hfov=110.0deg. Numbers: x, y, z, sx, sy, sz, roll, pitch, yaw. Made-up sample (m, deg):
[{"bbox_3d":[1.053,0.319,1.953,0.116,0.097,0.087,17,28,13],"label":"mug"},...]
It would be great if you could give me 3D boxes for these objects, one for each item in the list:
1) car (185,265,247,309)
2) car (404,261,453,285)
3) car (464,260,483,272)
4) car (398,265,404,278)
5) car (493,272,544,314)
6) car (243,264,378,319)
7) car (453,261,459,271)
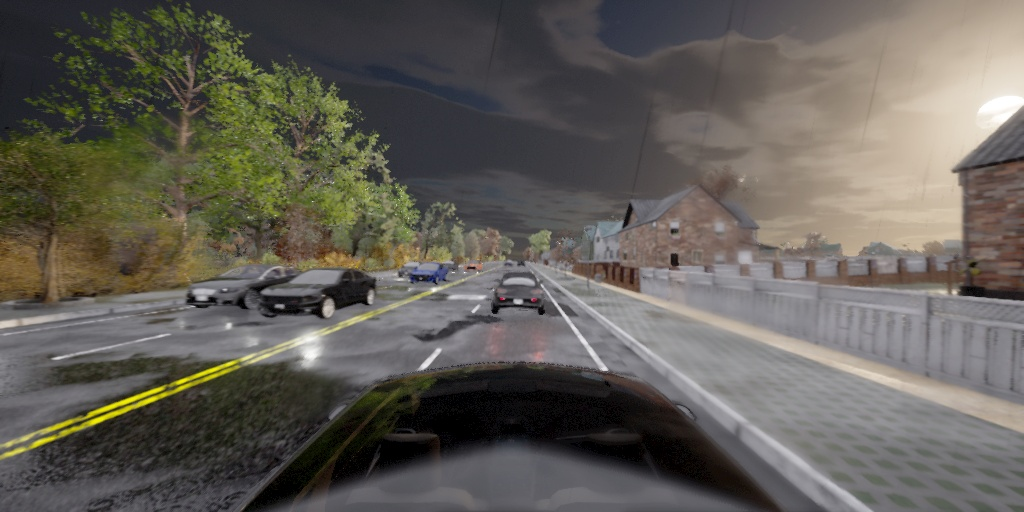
[{"bbox_3d":[-9.587,1.066,13.613,2.128,1.511,4.902,1,0,2],"label":"car"},{"bbox_3d":[-5.978,1.209,26.296,1.882,1.535,5.008,1,0,2],"label":"car"},{"bbox_3d":[-5.277,1.293,49.356,2.097,1.767,4.553,1,0,2],"label":"car"},{"bbox_3d":[-8.997,1.220,33.112,1.812,1.442,4.674,1,0,2],"label":"car"},{"bbox_3d":[0.274,1.344,14.102,1.812,1.442,4.674,1,0,2],"label":"car"},{"bbox_3d":[-6.369,1.124,12.415,1.882,1.535,5.008,1,0,1],"label":"car"},{"bbox_3d":[-8.529,1.367,49.412,1.812,1.442,4.674,1,0,2],"label":"car"}]
